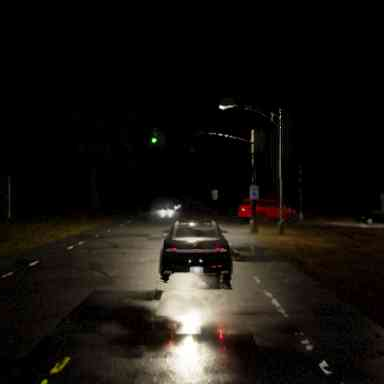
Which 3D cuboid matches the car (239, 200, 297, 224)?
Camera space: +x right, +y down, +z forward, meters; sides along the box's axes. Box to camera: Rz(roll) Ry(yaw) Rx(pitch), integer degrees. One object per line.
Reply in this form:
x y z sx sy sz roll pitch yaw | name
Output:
6.844 1.755 29.856 5.566 2.045 2.150 3 -3 -26 | car

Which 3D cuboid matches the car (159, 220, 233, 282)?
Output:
0.099 1.610 10.136 2.128 1.511 4.902 0 -1 0 | car

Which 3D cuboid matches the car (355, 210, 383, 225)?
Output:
19.232 2.548 33.833 5.008 1.535 1.882 2 -1 0 | car

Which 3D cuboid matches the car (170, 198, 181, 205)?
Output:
-3.509 2.067 70.811 1.994 1.385 4.181 0 0 0 | car

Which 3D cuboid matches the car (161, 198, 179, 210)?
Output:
-3.577 1.863 50.213 2.128 1.511 4.902 0 0 0 | car
